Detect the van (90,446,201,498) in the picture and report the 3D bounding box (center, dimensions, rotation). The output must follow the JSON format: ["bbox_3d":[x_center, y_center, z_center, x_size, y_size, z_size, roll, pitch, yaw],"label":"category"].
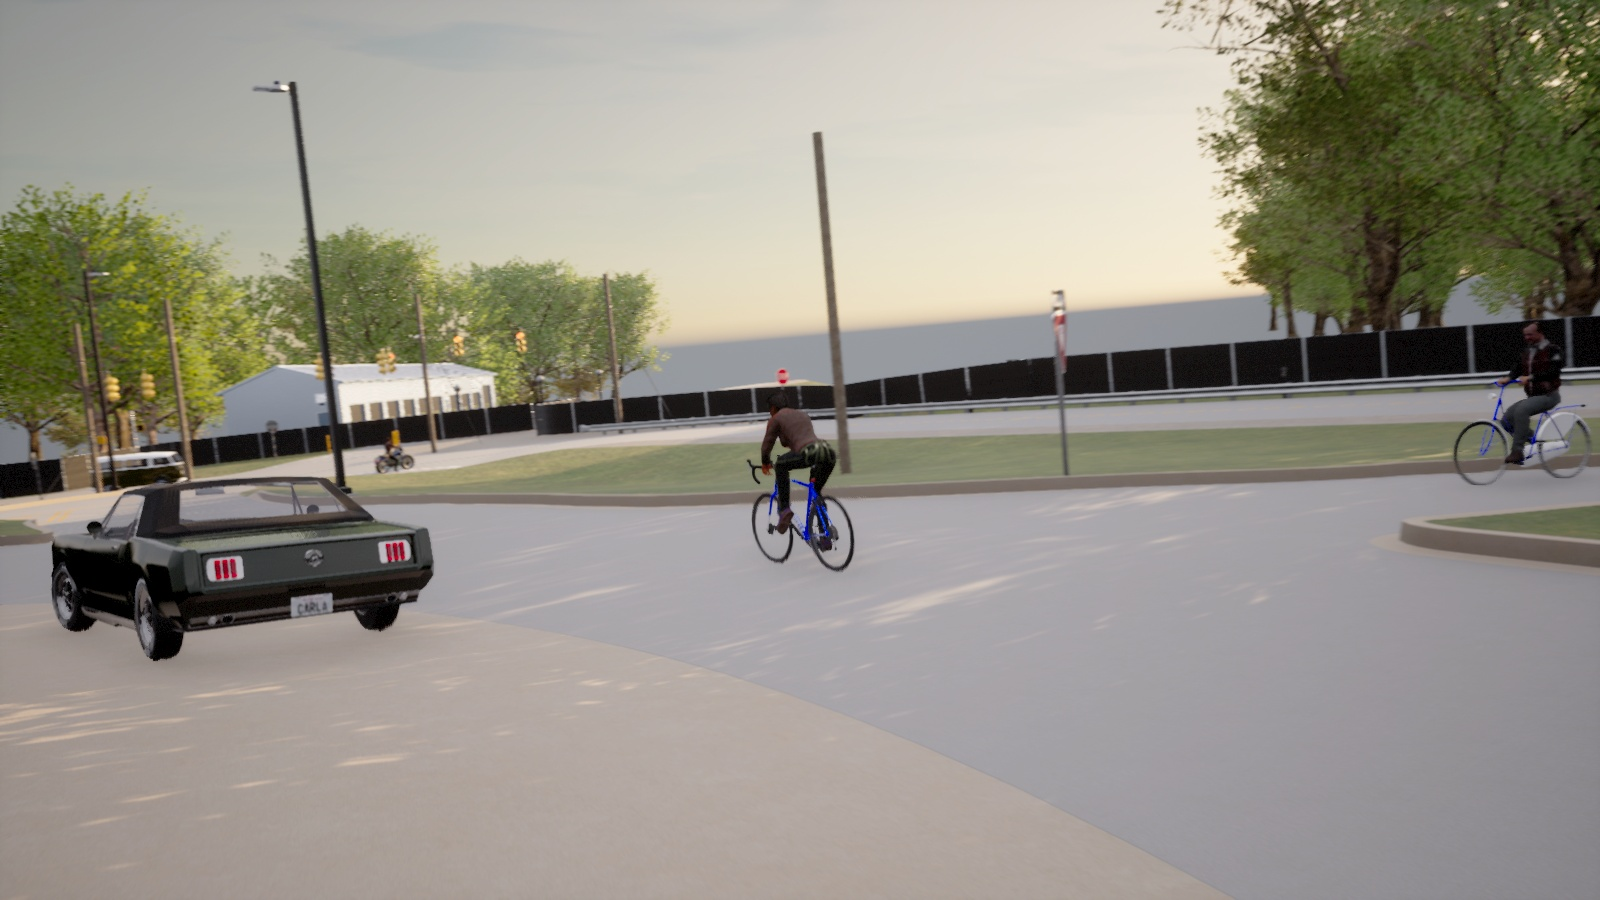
[{"bbox_3d":[-33.825,1.108,65.050,4.480,2.038,2.069,-6,5,-11],"label":"van"}]

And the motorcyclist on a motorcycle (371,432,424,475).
[{"bbox_3d":[-18.165,0.142,56.765,0.766,1.649,2.350,-3,5,24],"label":"motorcyclist on a motorcycle"}]

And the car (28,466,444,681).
[{"bbox_3d":[-4.969,0.893,10.639,1.895,1.301,4.718,-4,1,-41],"label":"car"}]

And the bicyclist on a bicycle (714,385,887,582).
[{"bbox_3d":[-0.026,0.279,11.443,0.582,1.620,1.656,-9,5,-33],"label":"bicyclist on a bicycle"}]

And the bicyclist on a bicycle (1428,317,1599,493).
[{"bbox_3d":[7.805,-0.505,13.540,1.843,1.776,0.659,-3,3,-15],"label":"bicyclist on a bicycle"}]
